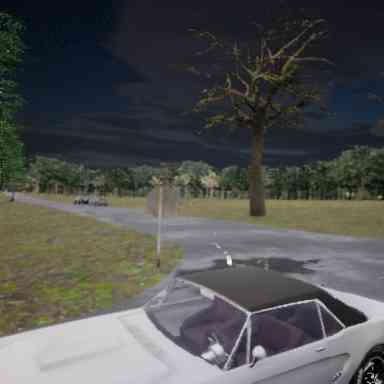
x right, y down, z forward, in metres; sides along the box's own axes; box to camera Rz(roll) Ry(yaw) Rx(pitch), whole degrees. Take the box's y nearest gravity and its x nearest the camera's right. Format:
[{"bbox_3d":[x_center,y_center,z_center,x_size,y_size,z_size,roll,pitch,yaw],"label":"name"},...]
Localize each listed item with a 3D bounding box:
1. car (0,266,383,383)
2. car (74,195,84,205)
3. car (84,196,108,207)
[{"bbox_3d":[0.280,1.628,3.574,4.718,1.301,1.895,0,0,-31],"label":"car"},{"bbox_3d":[-19.013,1.388,57.598,2.097,1.767,4.553,3,-2,-31],"label":"car"},{"bbox_3d":[-13.756,1.445,48.796,2.128,1.511,4.902,3,-2,-30],"label":"car"}]
